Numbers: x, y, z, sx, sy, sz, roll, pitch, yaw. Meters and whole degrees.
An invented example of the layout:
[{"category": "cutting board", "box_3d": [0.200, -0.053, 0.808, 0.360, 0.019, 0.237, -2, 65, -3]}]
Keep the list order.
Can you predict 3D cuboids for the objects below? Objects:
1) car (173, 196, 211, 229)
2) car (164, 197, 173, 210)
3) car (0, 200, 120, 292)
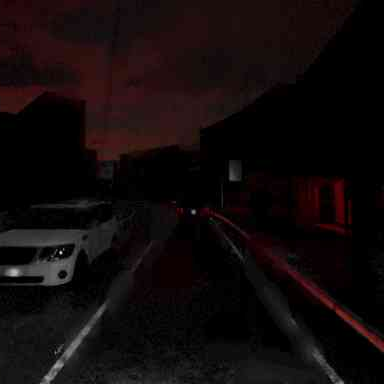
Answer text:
[{"category": "car", "box_3d": [0.044, 1.281, 22.592, 2.150, 2.045, 5.566, 0, 0, -1]}, {"category": "car", "box_3d": [-2.304, 1.402, 41.857, 2.128, 1.511, 4.902, 1, 0, -14]}, {"category": "car", "box_3d": [-3.590, 1.277, 9.470, 2.150, 2.045, 5.566, 0, 0, 0]}]
